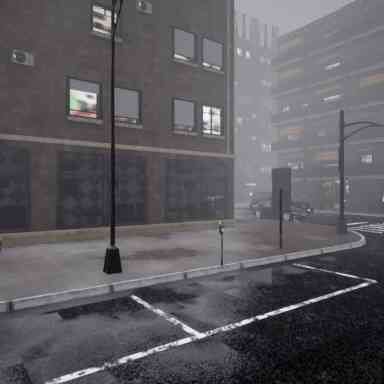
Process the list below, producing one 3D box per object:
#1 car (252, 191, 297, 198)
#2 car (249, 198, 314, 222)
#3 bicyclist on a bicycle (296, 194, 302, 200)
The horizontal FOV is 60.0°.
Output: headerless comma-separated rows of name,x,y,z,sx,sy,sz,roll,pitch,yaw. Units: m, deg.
car,7.208,0.988,27.338,2.150,2.045,5.566,0,1,-36
car,6.298,1.342,24.197,2.008,1.369,4.403,1,0,-36
bicyclist on a bicycle,11.563,1.011,36.210,1.656,1.620,0.582,0,1,-36
